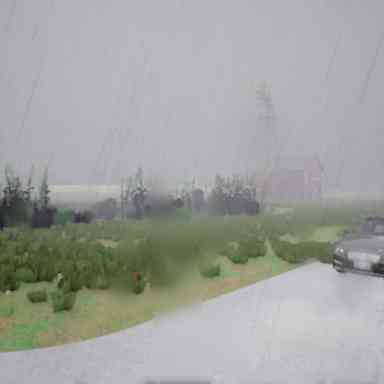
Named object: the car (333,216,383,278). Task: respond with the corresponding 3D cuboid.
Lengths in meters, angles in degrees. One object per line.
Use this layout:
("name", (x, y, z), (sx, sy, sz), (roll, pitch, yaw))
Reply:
("car", (5.761, 1.485, 9.702), (2.128, 1.511, 4.902), (0, 0, 44))
